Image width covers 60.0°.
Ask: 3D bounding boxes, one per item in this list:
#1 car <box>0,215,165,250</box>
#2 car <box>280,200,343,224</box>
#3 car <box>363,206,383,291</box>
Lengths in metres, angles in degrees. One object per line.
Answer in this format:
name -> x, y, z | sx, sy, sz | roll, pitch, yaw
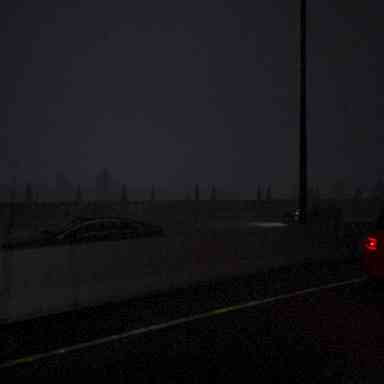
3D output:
car -> -3.128, 1.488, 10.068 | 4.902, 1.511, 2.128 | 0, 0, -33
car -> 8.730, 1.364, 24.371 | 4.553, 1.767, 2.097 | 0, 0, -23
car -> 6.257, 1.229, 7.416 | 5.566, 2.045, 2.150 | 0, 0, -29
